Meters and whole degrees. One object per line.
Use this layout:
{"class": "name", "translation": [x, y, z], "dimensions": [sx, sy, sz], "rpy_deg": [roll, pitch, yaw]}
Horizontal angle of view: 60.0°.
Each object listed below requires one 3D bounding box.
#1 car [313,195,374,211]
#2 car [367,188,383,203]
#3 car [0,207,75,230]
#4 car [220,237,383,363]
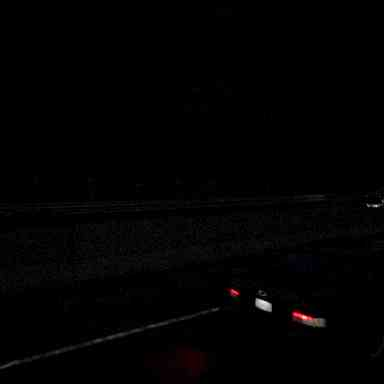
{"class": "car", "translation": [10.842, 1.276, 24.316], "dimensions": [5.008, 1.535, 1.882], "rpy_deg": [-1, 1, -34]}
{"class": "car", "translation": [26.548, 0.484, 46.589], "dimensions": [5.566, 2.045, 2.150], "rpy_deg": [-2, 1, -36]}
{"class": "car", "translation": [-8.019, 1.484, 15.448], "dimensions": [4.902, 1.511, 2.128], "rpy_deg": [0, 0, -35]}
{"class": "car", "translation": [2.996, 1.532, 5.854], "dimensions": [5.357, 1.411, 2.033], "rpy_deg": [0, 0, -35]}
